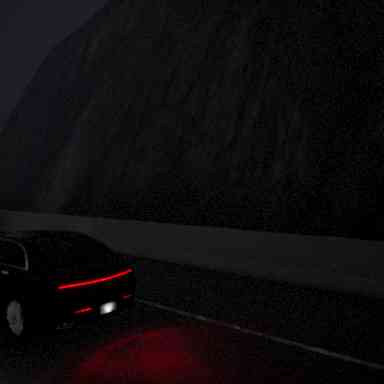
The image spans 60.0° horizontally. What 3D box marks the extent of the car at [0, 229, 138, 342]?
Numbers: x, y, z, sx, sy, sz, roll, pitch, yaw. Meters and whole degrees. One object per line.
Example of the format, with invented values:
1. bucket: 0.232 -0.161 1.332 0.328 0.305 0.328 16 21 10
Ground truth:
1. car: -3.180 1.506 6.542 4.892 1.490 1.837 0 0 38
